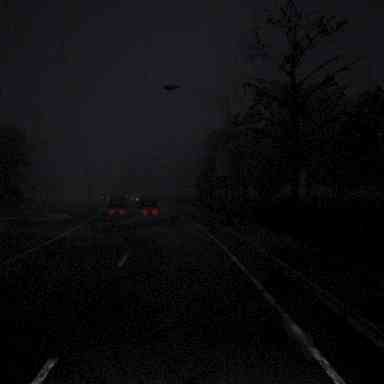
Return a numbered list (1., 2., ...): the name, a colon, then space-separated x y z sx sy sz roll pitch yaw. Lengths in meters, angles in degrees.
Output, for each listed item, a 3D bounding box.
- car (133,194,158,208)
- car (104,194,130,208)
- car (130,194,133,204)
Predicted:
1. car: -5.230 1.040 38.851 2.128 1.511 4.902 0 1 -16
2. car: -8.879 1.045 38.937 2.128 1.511 4.902 0 1 -16
3. car: -8.643 0.988 49.878 1.994 1.385 4.181 0 1 -20
